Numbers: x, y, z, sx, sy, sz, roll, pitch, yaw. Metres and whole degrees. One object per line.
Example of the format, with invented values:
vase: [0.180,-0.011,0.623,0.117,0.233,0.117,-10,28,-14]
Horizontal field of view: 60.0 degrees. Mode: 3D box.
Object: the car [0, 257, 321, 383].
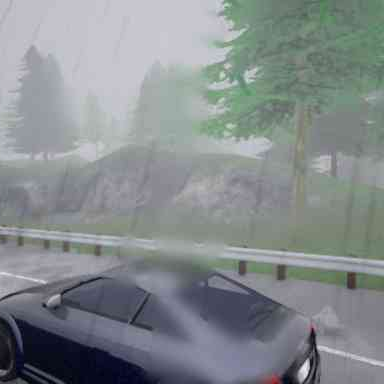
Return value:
car: [-0.684,1.542,4.048,4.181,1.385,1.994,0,0,33]
